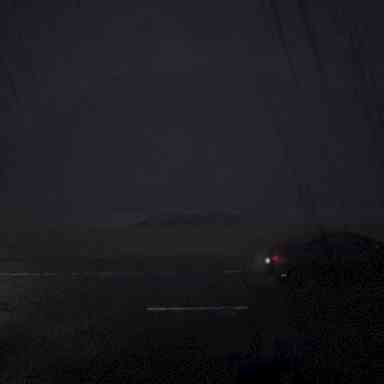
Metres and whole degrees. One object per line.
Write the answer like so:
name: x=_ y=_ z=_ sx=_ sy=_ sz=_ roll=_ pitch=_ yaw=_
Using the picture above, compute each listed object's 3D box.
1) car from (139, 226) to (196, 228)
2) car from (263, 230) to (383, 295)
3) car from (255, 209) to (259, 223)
car: x=-2.048 y=2.124 z=19.550 sx=4.181 sy=1.385 sz=1.994 roll=-2 pitch=-1 yaw=4
car: x=3.959 y=1.687 z=8.569 sx=4.181 sy=1.385 sz=1.994 roll=-2 pitch=-1 yaw=2
car: x=5.074 y=2.189 z=29.711 sx=4.181 sy=1.385 sz=1.994 roll=-2 pitch=-1 yaw=1
